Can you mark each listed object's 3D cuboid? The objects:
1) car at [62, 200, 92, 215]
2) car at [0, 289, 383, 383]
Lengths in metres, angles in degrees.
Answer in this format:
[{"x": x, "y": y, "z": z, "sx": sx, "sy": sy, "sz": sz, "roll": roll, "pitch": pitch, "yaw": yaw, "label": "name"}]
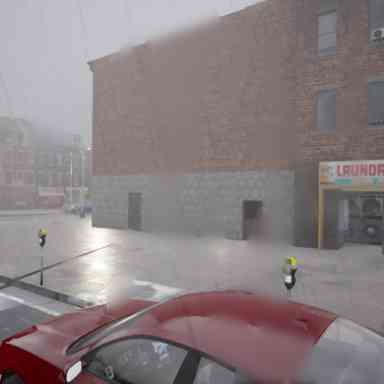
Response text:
[{"x": -12.931, "y": 1.729, "z": 39.122, "sx": 2.097, "sy": 1.767, "sz": 4.553, "roll": 1, "pitch": 0, "yaw": 36, "label": "car"}, {"x": 0.132, "y": 1.544, "z": 2.704, "sx": 4.507, "sy": 1.381, "sz": 1.887, "roll": 0, "pitch": 1, "yaw": 36, "label": "car"}]
